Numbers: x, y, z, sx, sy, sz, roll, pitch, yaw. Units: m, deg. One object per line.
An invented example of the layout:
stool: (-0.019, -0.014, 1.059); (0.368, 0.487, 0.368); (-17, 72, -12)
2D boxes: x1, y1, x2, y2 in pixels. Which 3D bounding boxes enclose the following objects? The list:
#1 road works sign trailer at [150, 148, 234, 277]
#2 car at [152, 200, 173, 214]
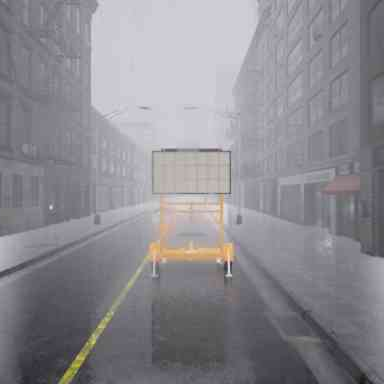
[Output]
road works sign trailer: (-0.013, 0.468, 10.262); (2.380, 3.560, 2.880); (0, 0, 0)
car: (-3.050, 1.560, 35.289); (1.812, 1.442, 4.674); (0, 0, 0)
